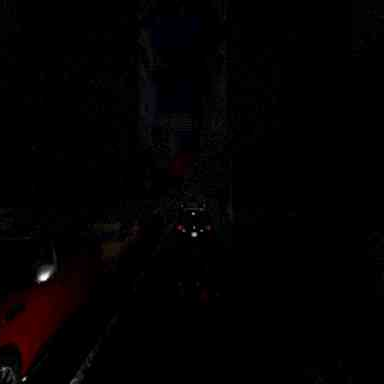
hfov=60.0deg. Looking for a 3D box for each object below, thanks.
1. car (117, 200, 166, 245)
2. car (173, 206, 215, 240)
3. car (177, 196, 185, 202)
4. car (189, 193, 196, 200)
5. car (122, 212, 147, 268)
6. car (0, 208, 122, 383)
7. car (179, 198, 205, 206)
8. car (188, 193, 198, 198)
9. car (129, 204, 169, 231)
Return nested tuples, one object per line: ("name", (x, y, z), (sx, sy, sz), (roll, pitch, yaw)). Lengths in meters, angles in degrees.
("car", (-2.632, 1.323, 15.730), (2.192, 1.841, 5.009), (0, 0, 0))
("car", (0.101, 1.611, 17.030), (1.895, 1.301, 4.718), (0, 0, 0))
("car", (-2.648, 1.686, 81.998), (1.994, 1.385, 4.181), (0, 0, 0))
("car", (0.133, 1.238, 95.551), (2.150, 2.045, 5.566), (0, 0, 0))
("car", (-2.633, 1.529, 9.946), (1.752, 1.417, 4.829), (0, 0, 0))
("car", (-2.633, 1.316, 4.503), (2.192, 1.841, 5.009), (0, 0, 0))
("car", (0.094, 1.496, 27.499), (1.882, 1.535, 5.008), (0, 0, 0))
("car", (0.106, 1.613, 83.850), (1.837, 1.490, 4.892), (0, 0, 0))
("car", (-2.633, 1.564, 21.344), (2.008, 1.369, 4.403), (0, 0, 0))
